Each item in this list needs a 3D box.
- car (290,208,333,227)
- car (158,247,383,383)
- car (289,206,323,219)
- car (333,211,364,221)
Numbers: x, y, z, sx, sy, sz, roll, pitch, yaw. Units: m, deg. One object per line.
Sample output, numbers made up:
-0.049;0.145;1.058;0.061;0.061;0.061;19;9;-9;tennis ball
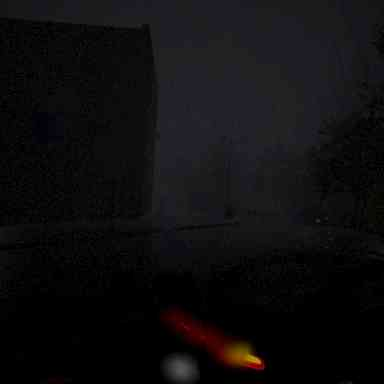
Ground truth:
9.966;2.112;28.436;1.837;1.490;4.892;3;-2;2;car
2.009;1.492;4.392;5.008;1.535;1.882;0;0;-32;car
17.814;3.213;52.239;4.553;1.767;2.097;3;-2;-5;car
23.118;3.525;49.413;4.902;1.511;2.128;3;-2;-15;car
